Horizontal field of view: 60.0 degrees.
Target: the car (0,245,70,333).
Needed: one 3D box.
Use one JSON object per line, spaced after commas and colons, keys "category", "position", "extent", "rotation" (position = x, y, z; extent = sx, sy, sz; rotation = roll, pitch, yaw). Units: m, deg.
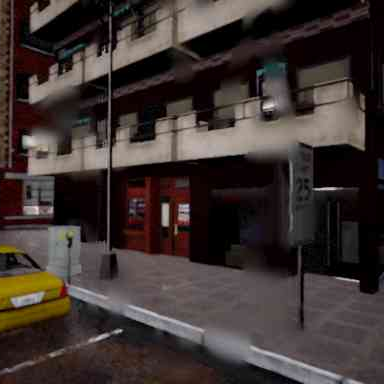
{"category": "car", "position": [-4.244, 1.603, 6.533], "extent": [4.829, 1.417, 1.752], "rotation": [0, -2, 40]}
